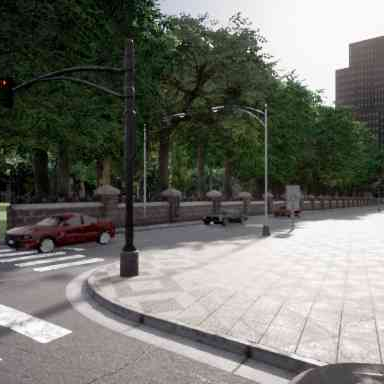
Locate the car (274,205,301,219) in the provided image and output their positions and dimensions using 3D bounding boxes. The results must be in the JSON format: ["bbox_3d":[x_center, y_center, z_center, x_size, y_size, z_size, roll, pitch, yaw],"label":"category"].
[{"bbox_3d":[11.370,2.310,39.499,1.882,1.535,5.008,0,-1,35],"label":"car"}]

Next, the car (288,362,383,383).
[{"bbox_3d":[2.371,1.551,1.272,4.403,1.369,2.008,0,0,36],"label":"car"}]

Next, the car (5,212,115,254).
[{"bbox_3d":[-5.629,1.689,14.818,1.882,1.535,5.008,0,-1,30],"label":"car"}]

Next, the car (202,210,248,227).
[{"bbox_3d":[2.809,2.122,27.426,1.895,1.301,4.718,0,-1,36],"label":"car"}]
